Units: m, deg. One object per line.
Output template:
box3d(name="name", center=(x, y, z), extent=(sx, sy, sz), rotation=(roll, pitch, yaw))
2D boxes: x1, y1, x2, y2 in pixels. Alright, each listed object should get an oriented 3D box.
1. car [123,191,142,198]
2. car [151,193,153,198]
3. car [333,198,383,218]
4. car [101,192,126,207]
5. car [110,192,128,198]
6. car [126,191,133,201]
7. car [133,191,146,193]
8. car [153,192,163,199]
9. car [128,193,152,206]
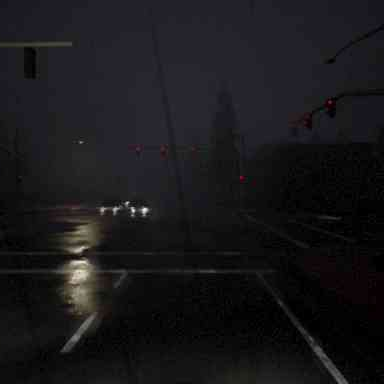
box3d(name="car", center=(-14.840, 0.563, 82.936), extent=(4.902, 1.511, 2.128), rotation=(1, 1, 43))
box3d(name="car", center=(-11.105, 0.785, 72.928), extent=(1.837, 1.490, 4.892), rotation=(0, 1, -35))
box3d(name="car", center=(13.788, 1.244, 26.445), extent=(4.892, 1.490, 1.837), rotation=(0, 1, 0))
box3d(name="car", center=(-10.298, 1.057, 42.859), extent=(1.882, 1.535, 5.008), rotation=(0, 1, -1))
box3d(name="car", center=(-17.658, 0.696, 80.790), extent=(4.718, 1.301, 1.895), rotation=(1, 1, 43))
box3d(name="car", center=(-12.377, 0.909, 59.354), extent=(2.128, 1.511, 4.902), rotation=(0, 1, -17))
box3d(name="car", center=(-9.336, 0.904, 61.231), extent=(1.837, 1.490, 4.892), rotation=(0, 1, -18))
box3d(name="car", center=(-8.263, 0.790, 74.967), extent=(2.128, 1.511, 4.902), rotation=(0, 1, -35))
box3d(name="car", center=(-6.808, 1.170, 43.924), extent=(1.895, 1.301, 4.718), rotation=(0, 1, -1))
